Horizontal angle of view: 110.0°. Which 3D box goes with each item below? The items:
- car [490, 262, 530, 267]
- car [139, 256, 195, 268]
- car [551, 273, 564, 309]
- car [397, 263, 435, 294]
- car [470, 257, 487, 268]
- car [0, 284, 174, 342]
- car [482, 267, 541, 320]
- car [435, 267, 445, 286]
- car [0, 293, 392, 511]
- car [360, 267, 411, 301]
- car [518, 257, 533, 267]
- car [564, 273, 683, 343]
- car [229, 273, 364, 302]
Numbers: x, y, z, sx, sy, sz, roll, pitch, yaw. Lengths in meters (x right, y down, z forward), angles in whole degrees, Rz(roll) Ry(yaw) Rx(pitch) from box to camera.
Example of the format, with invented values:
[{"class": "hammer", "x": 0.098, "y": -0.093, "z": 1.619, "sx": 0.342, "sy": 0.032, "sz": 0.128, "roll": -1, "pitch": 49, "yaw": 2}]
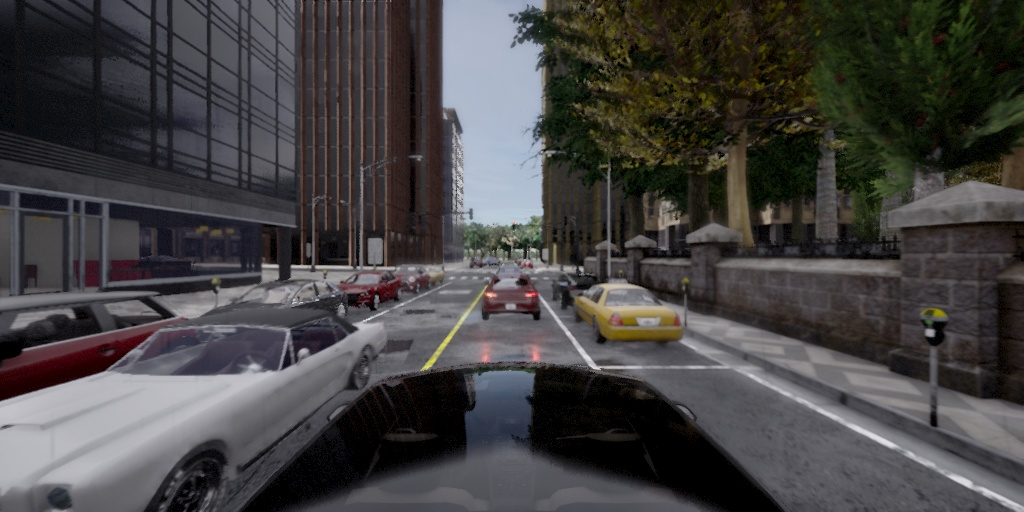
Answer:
[{"class": "car", "x": -0.141, "y": 1.321, "z": 22.836, "sx": 2.033, "sy": 1.411, "sz": 5.357, "roll": 0, "pitch": 0, "yaw": 0}, {"class": "car", "x": -35.882, "y": 0.693, "z": 36.850, "sx": 5.357, "sy": 1.411, "sz": 2.033, "roll": 1, "pitch": 0, "yaw": 0}, {"class": "car", "x": 2.678, "y": 1.328, "z": 14.776, "sx": 1.948, "sy": 1.339, "sz": 4.313, "roll": 0, "pitch": 0, "yaw": 0}, {"class": "car", "x": -5.885, "y": 1.213, "z": 20.171, "sx": 1.967, "sy": 1.591, "sz": 4.097, "roll": 0, "pitch": 0, "yaw": 0}, {"class": "car", "x": -6.185, "y": 1.147, "z": 63.035, "sx": 2.192, "sy": 1.841, "sz": 5.009, "roll": 0, "pitch": 0, "yaw": 0}, {"class": "car", "x": -5.770, "y": 1.195, "z": 3.801, "sx": 1.967, "sy": 1.591, "sz": 4.097, "roll": 0, "pitch": 0, "yaw": 0}, {"class": "car", "x": -0.023, "y": 1.287, "z": 12.537, "sx": 1.812, "sy": 1.442, "sz": 4.674, "roll": 0, "pitch": 0, "yaw": 0}, {"class": "car", "x": -5.922, "y": 1.305, "z": 25.458, "sx": 1.751, "sy": 1.417, "sz": 4.829, "roll": 0, "pitch": 0, "yaw": 0}, {"class": "car", "x": -3.109, "y": 1.355, "z": 4.019, "sx": 1.895, "sy": 1.301, "sz": 4.718, "roll": 0, "pitch": 0, "yaw": 0}, {"class": "car", "x": -5.847, "y": 1.312, "z": 14.714, "sx": 1.888, "sy": 1.381, "sz": 4.507, "roll": 0, "pitch": 0, "yaw": 0}, {"class": "car", "x": 2.378, "y": 1.259, "z": 57.657, "sx": 1.967, "sy": 1.591, "sz": 4.097, "roll": 0, "pitch": 0, "yaw": 0}, {"class": "car", "x": 2.716, "y": 1.282, "z": 9.490, "sx": 1.751, "sy": 1.417, "sz": 4.829, "roll": 0, "pitch": 0, "yaw": 0}, {"class": "car", "x": -5.808, "y": 1.312, "z": 9.258, "sx": 2.007, "sy": 1.370, "sz": 4.403, "roll": 0, "pitch": 0, "yaw": 0}]
